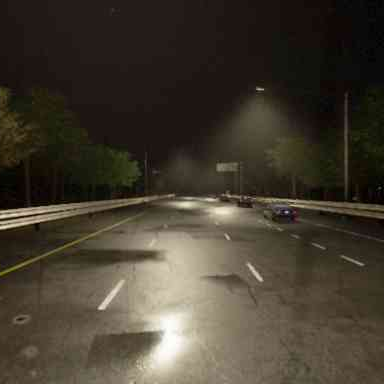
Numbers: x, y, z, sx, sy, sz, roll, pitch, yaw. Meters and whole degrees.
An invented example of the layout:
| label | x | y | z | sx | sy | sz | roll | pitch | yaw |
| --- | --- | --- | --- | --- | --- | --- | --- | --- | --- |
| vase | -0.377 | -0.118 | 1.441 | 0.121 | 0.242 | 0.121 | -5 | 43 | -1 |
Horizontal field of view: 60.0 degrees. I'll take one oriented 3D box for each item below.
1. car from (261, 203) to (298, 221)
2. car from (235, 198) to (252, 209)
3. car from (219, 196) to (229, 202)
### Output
| label | x | y | z | sx | sy | sz | roll | pitch | yaw |
| --- | --- | --- | --- | --- | --- | --- | --- | --- | --- |
| car | 7.045 | 1.561 | 27.173 | 2.033 | 1.411 | 5.357 | 0 | 0 | 0 |
| car | 7.125 | 1.523 | 46.200 | 2.128 | 1.511 | 4.902 | 0 | 0 | 0 |
| car | 7.327 | 1.608 | 75.787 | 1.994 | 1.385 | 4.181 | 0 | 0 | 0 |
